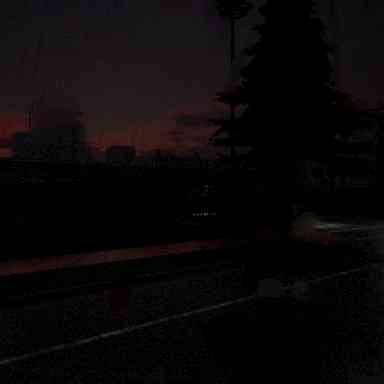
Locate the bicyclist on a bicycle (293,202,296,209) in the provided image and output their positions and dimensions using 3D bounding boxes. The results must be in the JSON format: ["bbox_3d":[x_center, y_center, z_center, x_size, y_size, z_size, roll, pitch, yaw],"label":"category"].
[{"bbox_3d":[10.701,1.332,35.789,1.656,1.620,0.582,0,0,-35],"label":"bicyclist on a bicycle"}]

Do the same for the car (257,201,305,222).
[{"bbox_3d":[6.484,1.506,26.187,1.882,1.535,5.008,0,0,-35],"label":"car"}]
